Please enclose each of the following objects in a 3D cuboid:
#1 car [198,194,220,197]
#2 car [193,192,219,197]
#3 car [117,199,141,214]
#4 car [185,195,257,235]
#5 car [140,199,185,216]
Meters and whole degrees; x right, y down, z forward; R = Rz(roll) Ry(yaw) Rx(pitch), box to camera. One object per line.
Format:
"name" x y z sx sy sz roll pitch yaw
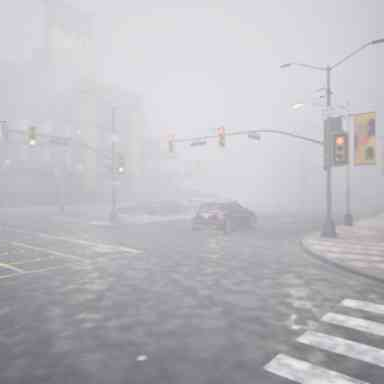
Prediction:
"car" 3.240 1.326 38.556 1.882 1.535 5.008 0 0 41
"car" 1.528 1.065 41.936 2.150 2.045 5.566 0 0 41
"car" -5.076 1.446 34.204 2.033 1.411 5.357 0 0 40
"car" 1.933 1.276 18.824 2.097 1.767 4.553 0 0 34
"car" -2.464 1.460 31.872 1.994 1.385 4.181 0 0 40
